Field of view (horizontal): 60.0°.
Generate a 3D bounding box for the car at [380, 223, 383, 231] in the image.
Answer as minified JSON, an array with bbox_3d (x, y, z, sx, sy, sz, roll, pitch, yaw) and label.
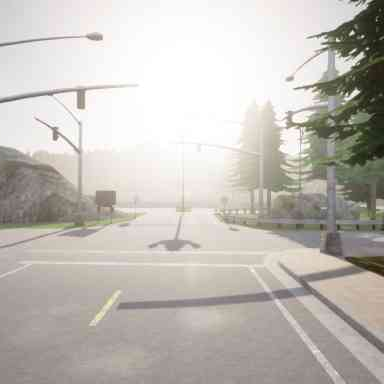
[{"bbox_3d":[15.040,2.057,21.130,5.357,1.411,2.033,0,-1,-2],"label":"car"}]
